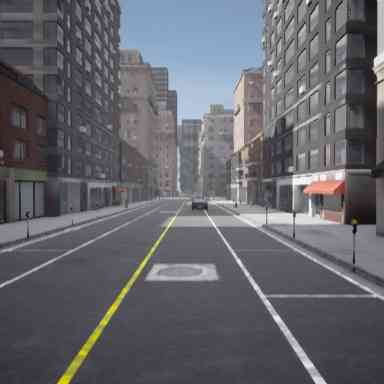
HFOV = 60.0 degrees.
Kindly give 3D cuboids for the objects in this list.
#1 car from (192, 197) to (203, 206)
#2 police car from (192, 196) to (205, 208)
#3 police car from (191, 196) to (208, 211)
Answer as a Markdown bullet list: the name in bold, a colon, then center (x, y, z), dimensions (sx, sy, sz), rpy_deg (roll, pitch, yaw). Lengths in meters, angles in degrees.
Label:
- **car**: center (0.900, 1.525, 55.740), dimensions (1.812, 1.442, 4.674), rpy_deg (0, 0, 0)
- **police car**: center (0.900, 1.419, 49.849), dimensions (1.930, 1.638, 5.238), rpy_deg (0, 0, 0)
- **police car**: center (0.900, 1.417, 39.849), dimensions (1.930, 1.638, 5.238), rpy_deg (0, 0, 0)
